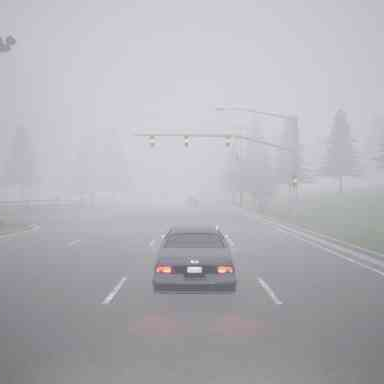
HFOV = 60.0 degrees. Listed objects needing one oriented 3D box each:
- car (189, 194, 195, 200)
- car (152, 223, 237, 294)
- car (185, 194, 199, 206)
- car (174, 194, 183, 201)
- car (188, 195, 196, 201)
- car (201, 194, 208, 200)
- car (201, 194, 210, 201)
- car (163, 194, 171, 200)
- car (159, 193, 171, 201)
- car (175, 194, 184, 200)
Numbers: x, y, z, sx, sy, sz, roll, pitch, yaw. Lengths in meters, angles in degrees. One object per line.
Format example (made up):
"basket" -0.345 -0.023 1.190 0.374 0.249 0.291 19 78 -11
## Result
"car" -0.010 1.310 94.031 1.882 1.535 5.008 0 0 0
"car" 0.065 1.547 8.929 2.033 1.411 5.357 0 0 0
"car" -0.008 1.352 52.968 2.097 1.767 4.553 0 0 0
"car" -3.509 1.517 84.027 1.812 1.442 4.674 0 0 0
"car" -0.009 1.531 83.611 2.033 1.411 5.357 0 0 0
"car" 3.490 1.310 94.031 1.882 1.535 5.008 0 0 0
"car" 3.491 1.492 83.611 1.837 1.490 4.892 0 0 0
"car" -7.010 1.385 94.030 1.994 1.385 4.181 0 0 0
"car" -7.009 1.217 83.640 2.150 2.045 5.566 0 0 0
"car" -3.510 1.358 94.030 2.128 1.511 4.902 0 0 0
